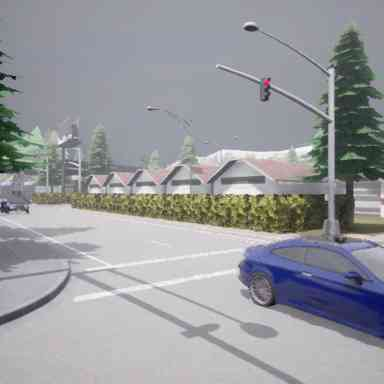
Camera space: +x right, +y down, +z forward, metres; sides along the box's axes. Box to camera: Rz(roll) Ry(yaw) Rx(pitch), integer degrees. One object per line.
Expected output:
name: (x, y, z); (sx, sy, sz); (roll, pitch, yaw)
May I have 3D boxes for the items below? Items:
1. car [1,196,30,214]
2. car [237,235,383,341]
car: (-18.280, 1.229, 34.390); (2.097, 1.767, 4.553); (0, 0, -37)
car: (2.823, 1.588, 6.000); (1.812, 1.442, 4.674); (0, 1, -37)
